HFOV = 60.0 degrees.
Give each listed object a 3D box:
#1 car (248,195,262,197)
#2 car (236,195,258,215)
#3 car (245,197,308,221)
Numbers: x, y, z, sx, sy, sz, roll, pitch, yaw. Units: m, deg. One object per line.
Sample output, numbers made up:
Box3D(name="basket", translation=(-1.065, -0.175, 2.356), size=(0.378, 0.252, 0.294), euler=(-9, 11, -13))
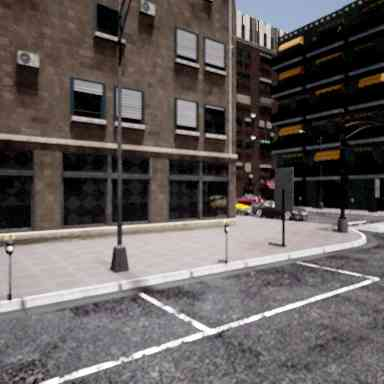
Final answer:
Box3D(name="car", translation=(6.581, 1.034, 38.274), size=(1.967, 1.590, 4.097), euler=(1, 0, -36))
Box3D(name="car", translation=(3.194, 1.205, 28.719), size=(1.752, 1.417, 4.829), euler=(1, 0, -36))
Box3D(name="car", translation=(6.384, 1.306, 24.366), size=(2.008, 1.369, 4.403), euler=(1, 0, -36))
